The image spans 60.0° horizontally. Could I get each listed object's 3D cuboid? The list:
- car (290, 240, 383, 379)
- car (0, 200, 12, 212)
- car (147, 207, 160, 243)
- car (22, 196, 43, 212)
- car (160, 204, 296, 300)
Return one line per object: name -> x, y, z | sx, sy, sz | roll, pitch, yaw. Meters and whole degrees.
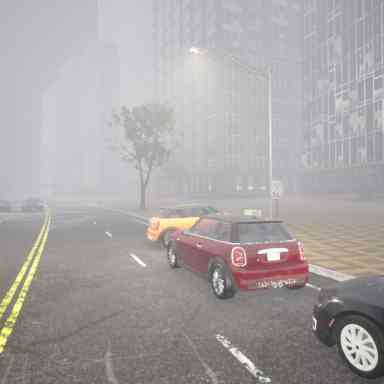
car -> 3.620, 1.505, 3.359 | 1.837, 1.490, 4.892 | 0, 0, -35
car -> -21.773, 1.602, 38.030 | 1.994, 1.385, 4.181 | 0, 0, -24
car -> 0.392, 1.276, 14.406 | 4.553, 1.767, 2.097 | -3, 1, -18
car -> -18.816, 1.393, 39.379 | 2.097, 1.767, 4.553 | 0, 0, -24
car -> 0.887, 1.355, 8.831 | 2.097, 1.767, 4.553 | 0, 0, -22
